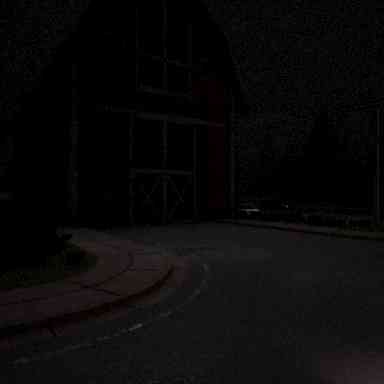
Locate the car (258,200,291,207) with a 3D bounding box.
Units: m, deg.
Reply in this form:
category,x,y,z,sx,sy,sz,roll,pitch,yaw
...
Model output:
category,x,y,z,sx,sy,sz,roll,pitch,yaw
car,9.544,1.591,39.100,1.994,1.385,4.181,0,0,-35
